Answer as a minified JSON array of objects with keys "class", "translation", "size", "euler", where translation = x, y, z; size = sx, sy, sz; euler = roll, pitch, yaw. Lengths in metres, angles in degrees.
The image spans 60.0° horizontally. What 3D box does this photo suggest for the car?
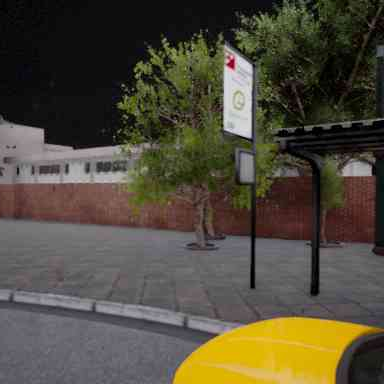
[{"class":"car","translation":[2.129,1.478,1.727],"size":[5.008,1.535,1.882],"euler":[0,0,34]}]
